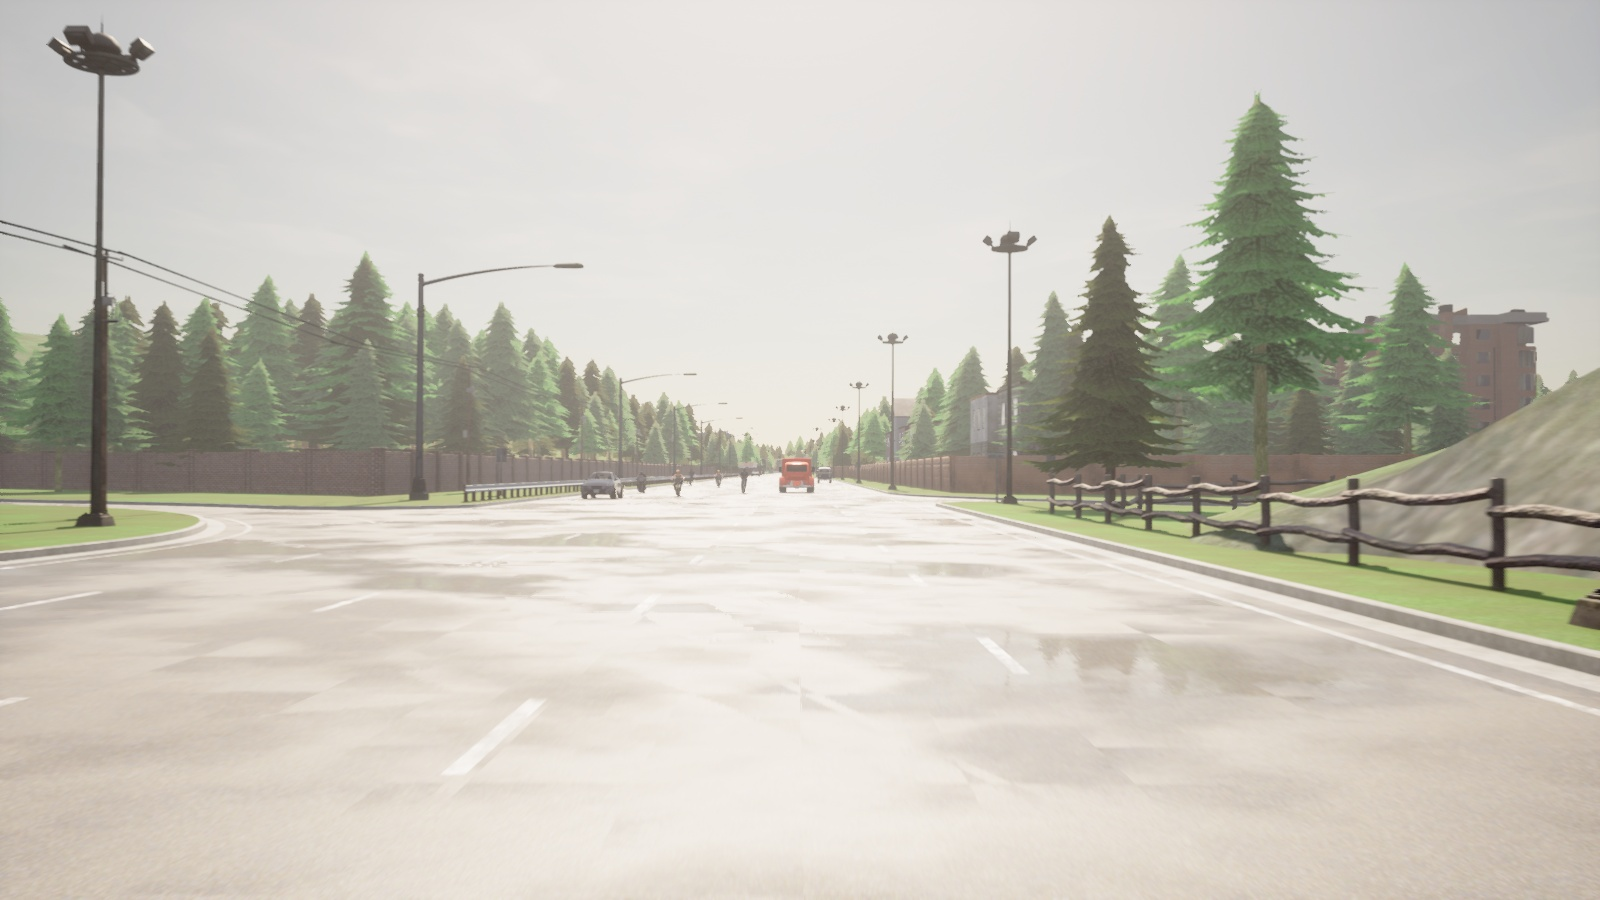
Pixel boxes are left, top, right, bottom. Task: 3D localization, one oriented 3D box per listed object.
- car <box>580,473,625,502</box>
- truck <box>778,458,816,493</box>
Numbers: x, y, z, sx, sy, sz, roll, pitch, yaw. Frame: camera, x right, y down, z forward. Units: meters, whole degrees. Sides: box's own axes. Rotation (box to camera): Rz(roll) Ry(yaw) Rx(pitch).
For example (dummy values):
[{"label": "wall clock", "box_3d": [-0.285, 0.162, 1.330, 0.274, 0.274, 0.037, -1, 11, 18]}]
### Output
[{"label": "car", "box_3d": [-10.666, 2.000, 68.003, 1.816, 1.474, 4.193, 0, -1, 0]}, {"label": "truck", "box_3d": [-0.222, 1.824, 90.095, 2.627, 2.467, 5.204, 0, -1, 0]}]
